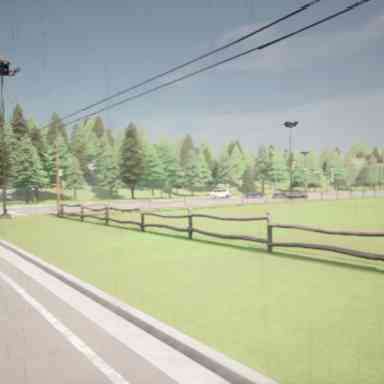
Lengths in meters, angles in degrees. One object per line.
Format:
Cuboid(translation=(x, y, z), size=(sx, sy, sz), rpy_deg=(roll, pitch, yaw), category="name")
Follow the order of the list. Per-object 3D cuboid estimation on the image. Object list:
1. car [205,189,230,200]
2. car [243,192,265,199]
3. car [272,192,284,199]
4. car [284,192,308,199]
Cuboid(translation=(5.089, 0.416, 66.713), size=(5.566, 2.045, 2.150), rpy_deg=(-1, 1, -39), category="car")
Cuboid(translation=(12.641, 0.608, 68.339), size=(5.357, 1.411, 2.033), rpy_deg=(-1, 1, -39), category="car")
Cuboid(translation=(16.859, 0.623, 62.751), size=(4.181, 1.385, 1.994), rpy_deg=(-1, 1, -39), category="car")
Cuboid(translation=(19.079, 0.618, 60.044), size=(4.181, 1.385, 1.994), rpy_deg=(-1, 1, -39), category="car")
